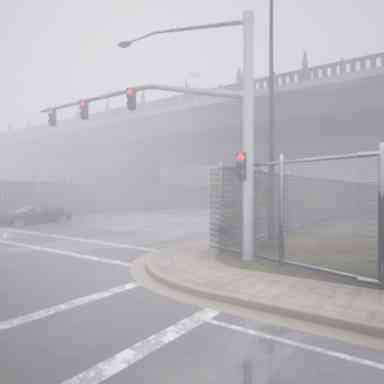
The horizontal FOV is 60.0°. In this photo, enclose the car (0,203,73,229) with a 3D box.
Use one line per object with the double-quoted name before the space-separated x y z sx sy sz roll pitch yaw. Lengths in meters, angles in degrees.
"car" -10.468 1.529 22.257 1.882 1.535 5.008 0 0 35
